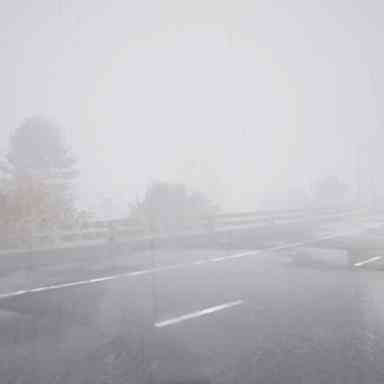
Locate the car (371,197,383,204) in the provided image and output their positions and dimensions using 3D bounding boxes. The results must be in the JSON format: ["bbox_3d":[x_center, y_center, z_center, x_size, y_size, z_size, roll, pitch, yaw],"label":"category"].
[{"bbox_3d":[37.041,1.649,65.848,2.128,1.511,4.902,0,0,13],"label":"car"}]
